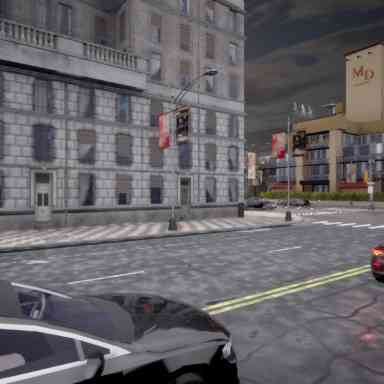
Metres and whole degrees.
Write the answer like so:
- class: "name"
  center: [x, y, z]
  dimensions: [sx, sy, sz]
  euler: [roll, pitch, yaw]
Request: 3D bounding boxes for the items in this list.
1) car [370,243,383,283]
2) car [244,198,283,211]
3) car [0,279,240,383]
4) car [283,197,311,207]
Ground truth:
- class: "car"
  center: [6.273, 1.526, 8.356]
  dimensions: [4.674, 1.442, 1.812]
  euler: [0, 0, -36]
- class: "car"
  center: [8.379, 1.491, 41.700]
  dimensions: [2.128, 1.511, 4.902]
  euler: [0, 0, -36]
- class: "car"
  center: [-1.779, 1.492, 2.595]
  dimensions: [4.902, 1.511, 2.128]
  euler: [0, 0, -35]
- class: "car"
  center: [15.629, 1.547, 51.591]
  dimensions: [2.033, 1.411, 5.357]
  euler: [0, 0, -37]
